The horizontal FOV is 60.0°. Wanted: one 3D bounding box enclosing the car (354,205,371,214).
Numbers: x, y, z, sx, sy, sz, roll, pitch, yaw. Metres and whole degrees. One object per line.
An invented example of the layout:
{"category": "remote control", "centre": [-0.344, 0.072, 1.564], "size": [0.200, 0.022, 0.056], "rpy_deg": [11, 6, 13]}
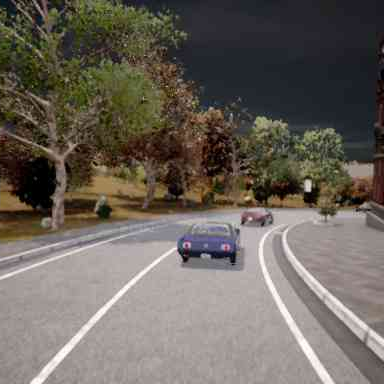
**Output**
{"category": "car", "centre": [31.953, 3.198, 61.335], "size": [5.357, 1.411, 2.033], "rpy_deg": [3, 2, -40]}

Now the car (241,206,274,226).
{"category": "car", "centre": [5.269, 1.883, 26.704], "size": [1.812, 1.442, 4.674], "rpy_deg": [3, 0, 25]}

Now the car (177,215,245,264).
{"category": "car", "centre": [0.837, 1.731, 12.476], "size": [1.895, 1.301, 4.718], "rpy_deg": [1, 0, 10]}
